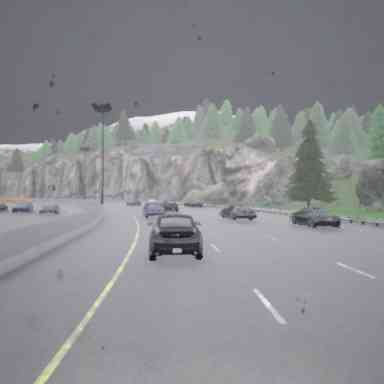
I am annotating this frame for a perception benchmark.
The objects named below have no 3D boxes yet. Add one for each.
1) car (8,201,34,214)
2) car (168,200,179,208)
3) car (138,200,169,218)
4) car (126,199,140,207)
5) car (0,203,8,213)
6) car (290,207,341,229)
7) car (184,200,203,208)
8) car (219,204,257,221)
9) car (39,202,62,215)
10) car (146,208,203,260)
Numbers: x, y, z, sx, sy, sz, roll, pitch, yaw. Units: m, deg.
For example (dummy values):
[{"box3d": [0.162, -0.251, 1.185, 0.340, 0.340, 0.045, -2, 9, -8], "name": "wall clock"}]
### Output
[{"box3d": [-20.827, 1.863, 41.053, 1.882, 1.535, 5.008, 0, -1, -18], "name": "car"}, {"box3d": [-3.088, 1.888, 43.627, 1.837, 1.490, 4.892, 1, -1, -17], "name": "car"}, {"box3d": [-3.979, 1.846, 33.576, 2.033, 1.411, 5.357, 0, 0, -13], "name": "car"}, {"box3d": [-11.497, 2.077, 65.471, 2.128, 1.511, 4.902, 0, -1, -27], "name": "car"}, {"box3d": [-25.106, 2.007, 42.888, 1.895, 1.301, 4.718, 0, -1, -19], "name": "car"}, {"box3d": [8.635, 1.760, 23.644, 1.994, 1.385, 4.181, 0, -1, -9], "name": "car"}, {"box3d": [0.142, 2.099, 57.166, 1.895, 1.301, 4.718, 0, -1, -23], "name": "car"}, {"box3d": [4.060, 1.805, 30.064, 2.033, 1.411, 5.357, 0, -1, -13], "name": "car"}, {"box3d": [-16.364, 1.882, 38.398, 1.812, 1.442, 4.674, 0, -1, -16], "name": "car"}, {"box3d": [-0.686, 1.623, 13.059, 1.837, 1.490, 4.892, 0, 0, -5], "name": "car"}]
